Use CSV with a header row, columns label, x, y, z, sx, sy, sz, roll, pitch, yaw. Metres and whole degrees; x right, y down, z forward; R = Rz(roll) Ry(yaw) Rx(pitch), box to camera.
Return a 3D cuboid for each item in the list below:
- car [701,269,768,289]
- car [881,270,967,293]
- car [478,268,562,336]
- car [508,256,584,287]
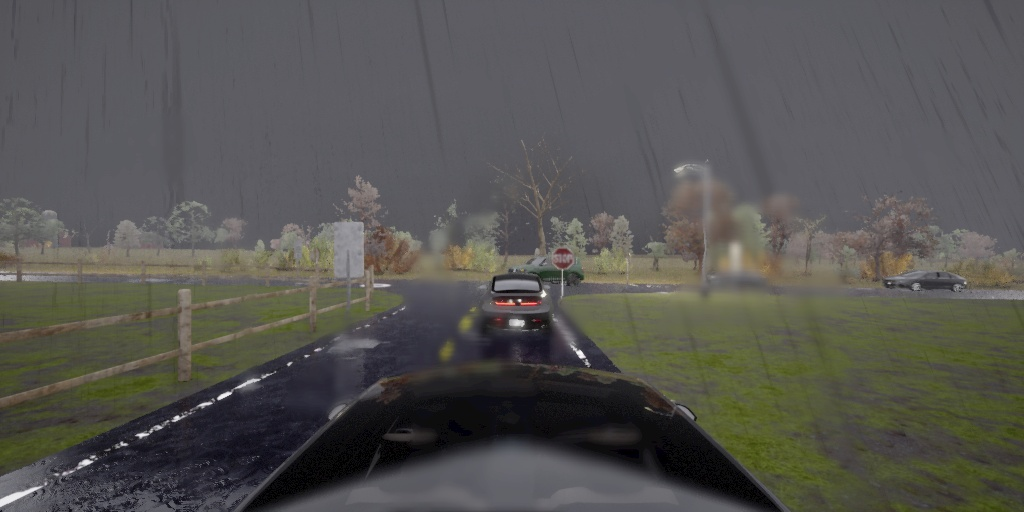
label,x,y,z,sx,sy,sz,roll,pitch,yaw
car,16.097,1.599,26.037,4.181,1.385,1.994,1,1,0
car,29.777,1.785,25.966,4.892,1.490,1.837,2,1,0
car,0.091,1.252,10.377,1.837,1.490,4.892,0,0,-1
car,2.197,0.998,23.630,5.566,2.045,2.150,1,0,-30
